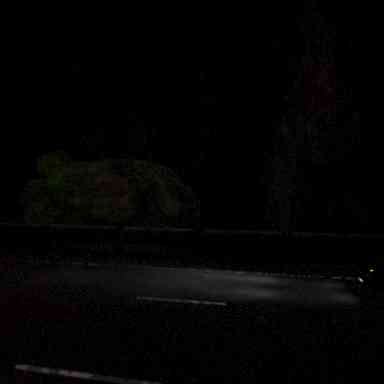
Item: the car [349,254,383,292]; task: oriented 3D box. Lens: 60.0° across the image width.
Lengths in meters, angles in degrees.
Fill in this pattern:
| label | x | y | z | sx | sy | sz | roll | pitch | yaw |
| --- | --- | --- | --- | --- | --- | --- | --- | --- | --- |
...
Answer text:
| label | x | y | z | sx | sy | sz | roll | pitch | yaw |
| --- | --- | --- | --- | --- | --- | --- | --- | --- | --- |
| car | 6.469 | 1.917 | 8.035 | 4.718 | 1.301 | 1.895 | 0 | -2 | 13 |
